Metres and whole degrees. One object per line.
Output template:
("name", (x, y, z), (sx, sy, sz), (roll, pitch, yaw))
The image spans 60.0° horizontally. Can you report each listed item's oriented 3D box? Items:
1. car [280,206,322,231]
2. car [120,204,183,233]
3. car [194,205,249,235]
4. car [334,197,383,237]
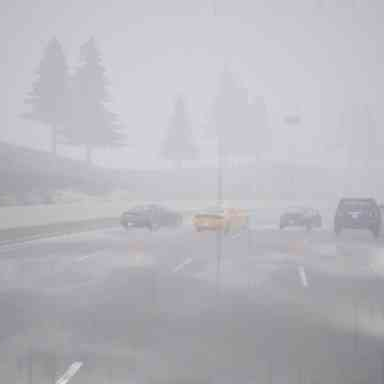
("car", (7.043, 1.600, 21.410), (1.812, 1.442, 4.674), (0, 0, 32))
("car", (-2.220, 1.474, 19.600), (2.128, 1.511, 4.902), (0, 0, 24))
("car", (1.853, 1.500, 19.448), (1.882, 1.535, 5.008), (0, 0, 27))
("car", (9.618, 1.322, 19.133), (2.150, 2.045, 5.566), (0, 0, 31))
